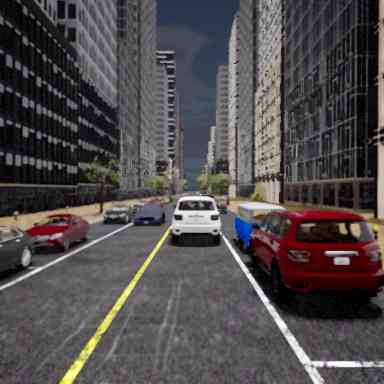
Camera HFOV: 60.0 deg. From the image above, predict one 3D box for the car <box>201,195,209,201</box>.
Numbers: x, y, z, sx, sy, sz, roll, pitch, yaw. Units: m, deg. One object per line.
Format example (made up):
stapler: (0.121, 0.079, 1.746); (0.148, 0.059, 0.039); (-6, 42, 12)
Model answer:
car: (3.312, 1.632, 87.974); (1.967, 1.590, 4.097); (0, 0, 0)

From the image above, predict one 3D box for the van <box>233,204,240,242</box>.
van: (2.770, 1.379, 14.089); (1.690, 1.788, 3.998); (0, 0, 0)

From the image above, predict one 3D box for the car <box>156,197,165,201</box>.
car: (-5.359, 1.672, 48.250); (1.802, 1.307, 4.206); (0, 0, 0)

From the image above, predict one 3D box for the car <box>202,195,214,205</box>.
car: (3.145, 1.461, 65.241); (2.192, 1.841, 5.009); (0, 0, 0)

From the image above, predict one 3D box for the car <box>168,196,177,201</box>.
car: (-5.068, 1.722, 88.035); (2.008, 1.369, 4.403); (0, 0, 0)

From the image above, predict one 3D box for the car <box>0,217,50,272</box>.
car: (-5.651, 1.556, 8.466); (2.008, 1.369, 4.403); (0, 0, 0)

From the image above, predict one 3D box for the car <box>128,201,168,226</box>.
car: (-2.922, 1.593, 24.038); (2.033, 1.411, 5.357); (0, 0, 1)

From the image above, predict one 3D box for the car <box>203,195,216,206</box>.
car: (3.103, 1.449, 59.557); (2.192, 1.841, 5.009); (0, 0, 0)

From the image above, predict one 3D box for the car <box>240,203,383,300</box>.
car: (2.728, 1.340, 8.405); (2.192, 1.841, 5.009); (0, 0, 0)

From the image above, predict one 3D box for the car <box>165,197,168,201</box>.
car: (-5.318, 1.543, 53.934); (1.967, 1.590, 4.097); (0, 0, 0)

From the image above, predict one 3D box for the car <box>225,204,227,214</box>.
car: (2.938, 1.637, 36.822); (2.008, 1.369, 4.403); (0, 0, 0)

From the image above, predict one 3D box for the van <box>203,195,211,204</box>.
van: (3.187, 1.499, 70.924); (1.690, 1.788, 3.998); (0, 0, 0)

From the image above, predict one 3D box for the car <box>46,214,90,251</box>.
car: (-5.608, 1.600, 14.150); (1.802, 1.307, 4.206); (0, 0, 0)

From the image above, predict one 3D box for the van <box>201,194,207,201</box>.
van: (3.353, 1.544, 93.657); (1.690, 1.788, 3.998); (0, 0, 0)

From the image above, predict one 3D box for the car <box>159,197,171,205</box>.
car: (-5.235, 1.651, 65.131); (1.752, 1.417, 4.829); (0, 0, 0)

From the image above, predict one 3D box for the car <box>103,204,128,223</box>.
car: (-5.525, 1.593, 25.517); (2.008, 1.369, 4.403); (0, 0, 0)

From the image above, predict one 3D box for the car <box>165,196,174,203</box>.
car: (-5.151, 1.715, 76.668); (1.947, 1.339, 4.313); (0, 0, 0)

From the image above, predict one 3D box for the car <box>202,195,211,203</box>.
car: (3.229, 1.609, 76.607); (1.967, 1.590, 4.097); (0, 0, 0)

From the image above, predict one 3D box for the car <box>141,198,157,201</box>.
car: (-5.442, 1.617, 36.883); (2.008, 1.369, 4.403); (0, 0, 0)

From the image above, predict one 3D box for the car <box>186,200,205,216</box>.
car: (0.326, 1.601, 34.578); (1.812, 1.442, 4.674); (0, 0, 0)

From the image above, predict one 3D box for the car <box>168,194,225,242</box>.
car: (0.209, 1.259, 16.730); (2.150, 2.045, 5.566); (0, 0, 0)
